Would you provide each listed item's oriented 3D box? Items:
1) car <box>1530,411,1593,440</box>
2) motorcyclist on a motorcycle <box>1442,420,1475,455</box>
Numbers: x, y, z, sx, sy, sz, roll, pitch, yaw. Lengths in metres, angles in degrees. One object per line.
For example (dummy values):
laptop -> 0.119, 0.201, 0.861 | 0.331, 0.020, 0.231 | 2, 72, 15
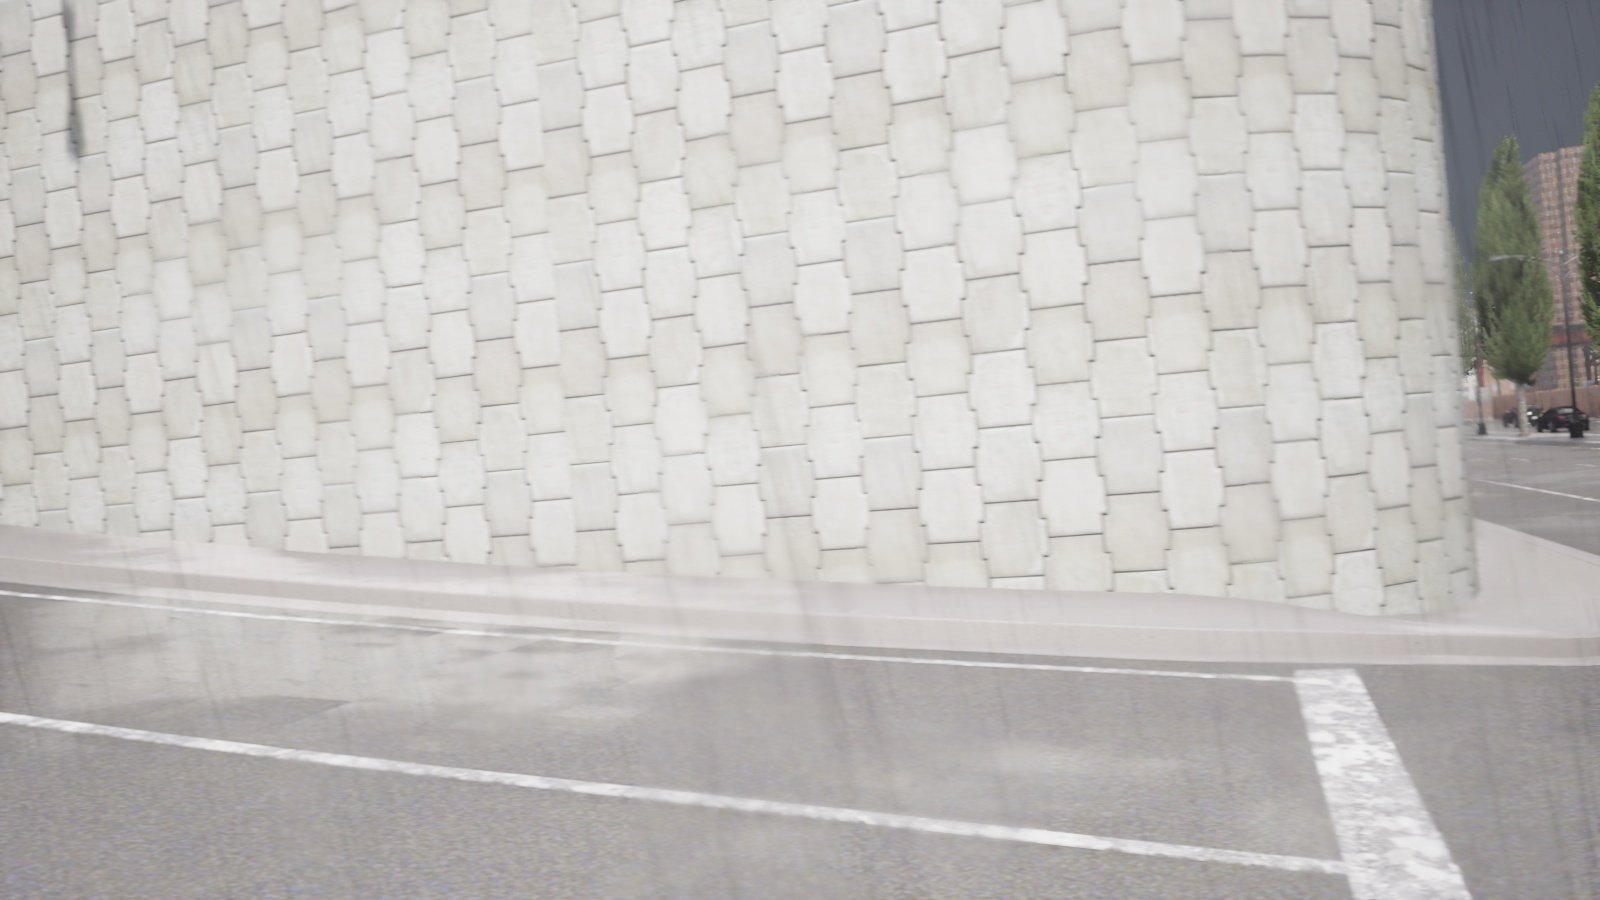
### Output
car -> 42.928, -1.389, 70.885 | 1.812, 1.442, 4.674 | -4, 0, 17
motorcyclist on a motorcycle -> 31.076, -0.595, 59.299 | 0.866, 1.530, 2.191 | -4, 0, 17
